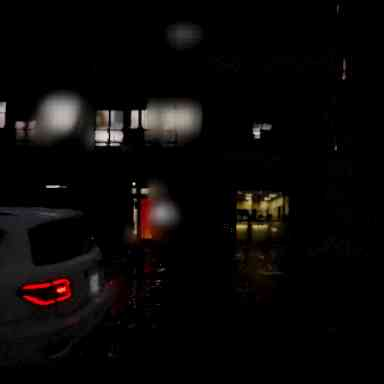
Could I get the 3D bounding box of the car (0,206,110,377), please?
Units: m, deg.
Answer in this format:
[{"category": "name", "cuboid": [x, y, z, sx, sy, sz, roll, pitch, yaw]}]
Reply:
[{"category": "car", "cuboid": [-3.939, 1.208, 4.409, 5.566, 2.045, 2.150, 1, 0, 2]}]
